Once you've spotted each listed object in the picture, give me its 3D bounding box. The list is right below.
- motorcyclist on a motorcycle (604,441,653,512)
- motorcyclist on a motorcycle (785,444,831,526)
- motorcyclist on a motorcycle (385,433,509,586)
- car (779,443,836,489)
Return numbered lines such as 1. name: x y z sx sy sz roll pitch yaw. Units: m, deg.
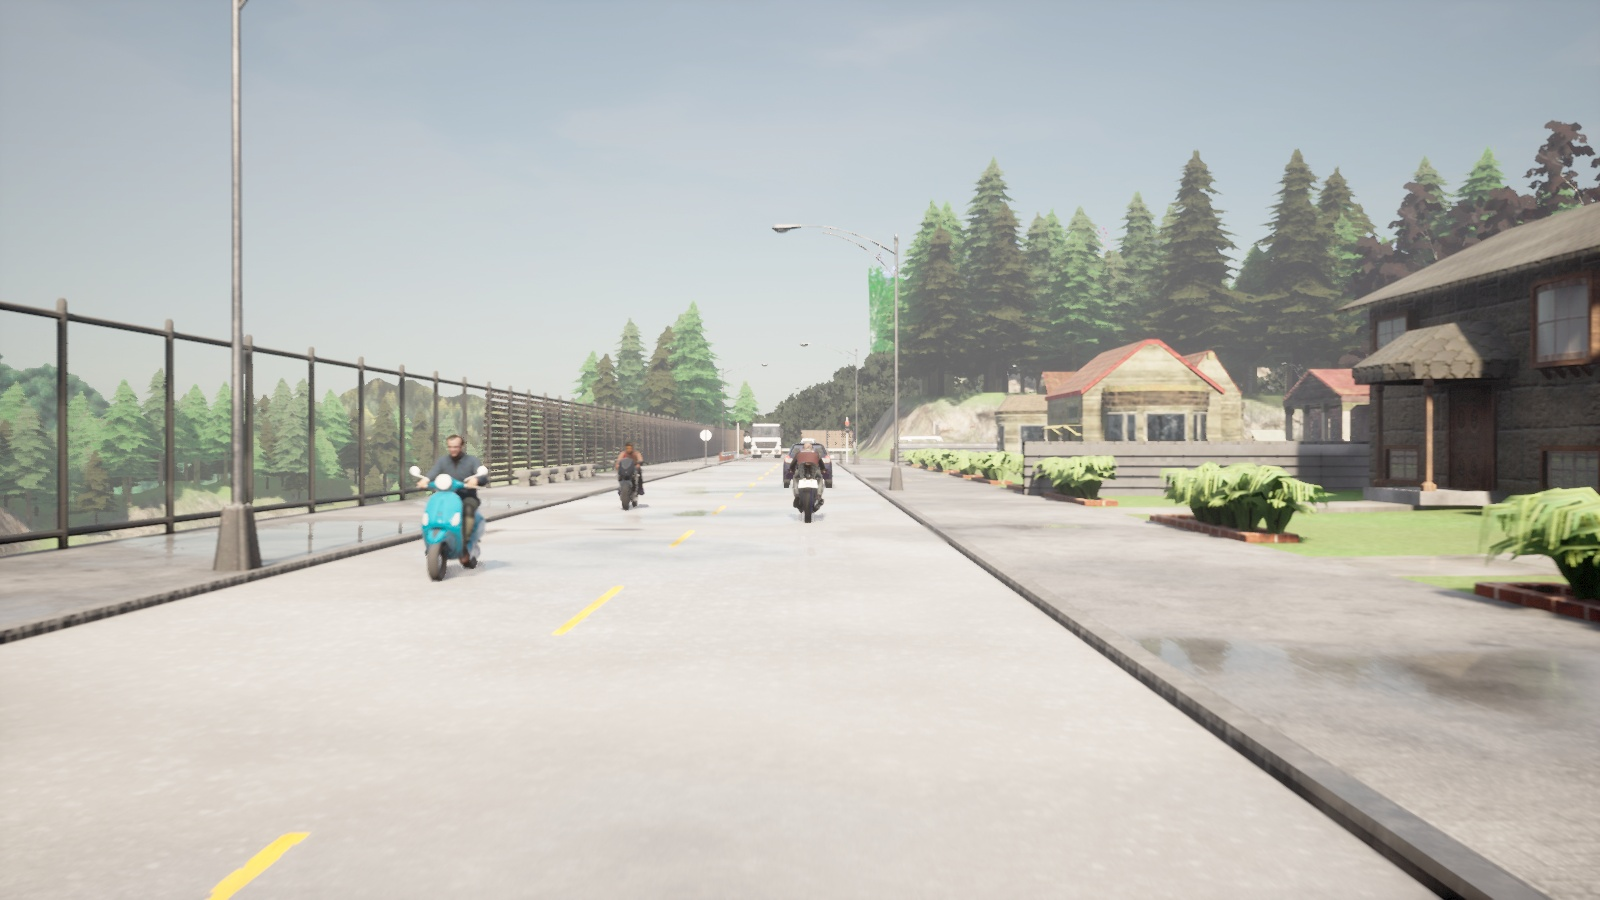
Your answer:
1. motorcyclist on a motorcycle: -3.825 0.567 28.116 0.797 1.523 2.044 0 0 0
2. motorcyclist on a motorcycle: 0.154 0.644 24.439 0.866 1.530 2.191 0 0 0
3. motorcyclist on a motorcycle: -3.905 0.618 14.048 0.866 1.590 1.817 0 0 0
4. car: 0.259 0.519 42.846 1.845 1.501 3.633 0 0 0
